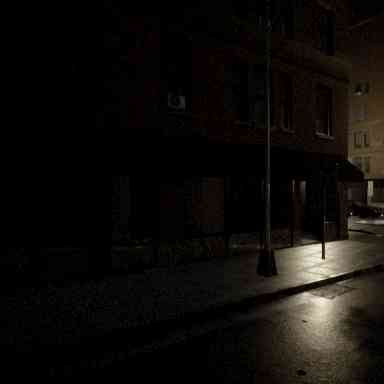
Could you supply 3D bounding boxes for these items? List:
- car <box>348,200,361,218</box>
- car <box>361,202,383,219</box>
[{"bbox_3d":[9.964,1.279,25.649,1.837,1.490,4.892,0,1,-35],"label":"car"},{"bbox_3d":[12.877,1.327,27.203,2.033,1.411,5.357,0,1,-32],"label":"car"}]
